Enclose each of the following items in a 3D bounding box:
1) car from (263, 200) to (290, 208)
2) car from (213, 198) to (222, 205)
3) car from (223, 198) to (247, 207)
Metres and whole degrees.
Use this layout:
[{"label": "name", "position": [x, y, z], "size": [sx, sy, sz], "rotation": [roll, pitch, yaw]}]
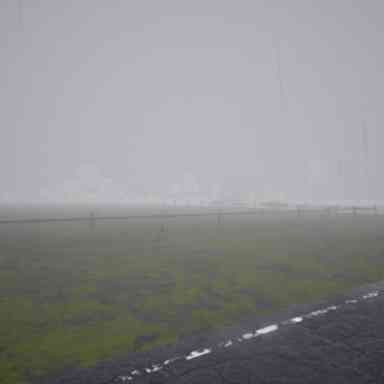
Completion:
[{"label": "car", "position": [15.686, 2.211, 62.014], "size": [2.033, 1.411, 5.357], "rotation": [1, -1, -35]}, {"label": "car", "position": [6.607, 2.202, 74.964], "size": [2.128, 1.511, 4.902], "rotation": [1, -1, -35]}, {"label": "car", "position": [8.830, 2.245, 67.001], "size": [1.895, 1.301, 4.718], "rotation": [1, -1, -35]}]
